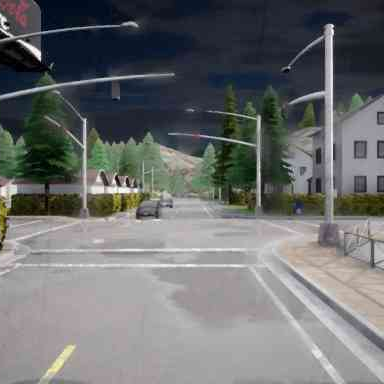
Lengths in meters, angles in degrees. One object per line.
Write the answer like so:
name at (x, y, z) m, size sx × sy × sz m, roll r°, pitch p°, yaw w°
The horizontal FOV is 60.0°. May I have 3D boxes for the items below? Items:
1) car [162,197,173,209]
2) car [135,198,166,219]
car at (-3.591, 1.491, 45.844) m, size 2.128 × 1.511 × 4.902 m, roll 0°, pitch 0°, yaw 0°
car at (-3.622, 1.498, 28.539) m, size 1.837 × 1.490 × 4.892 m, roll 0°, pitch 0°, yaw 0°
